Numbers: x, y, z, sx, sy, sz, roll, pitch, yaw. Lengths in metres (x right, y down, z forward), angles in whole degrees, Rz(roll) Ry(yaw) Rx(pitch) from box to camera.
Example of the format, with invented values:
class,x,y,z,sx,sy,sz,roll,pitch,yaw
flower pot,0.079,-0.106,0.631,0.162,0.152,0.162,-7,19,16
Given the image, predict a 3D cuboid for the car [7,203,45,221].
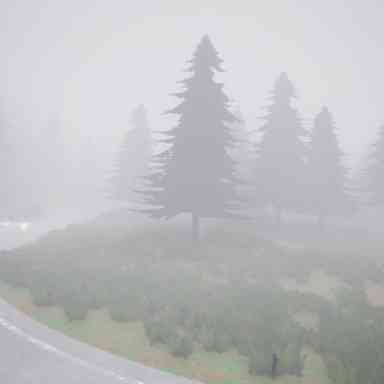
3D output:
class,x,y,z,sx,sy,sz,roll,pitch,yaw
car,-15.775,1.849,31.899,1.837,1.490,4.892,4,1,-2
